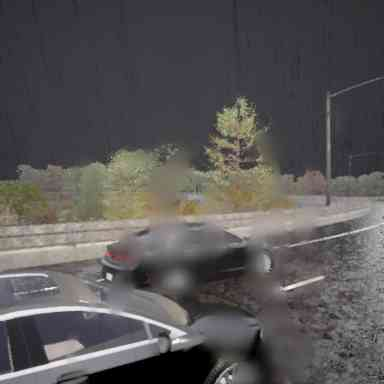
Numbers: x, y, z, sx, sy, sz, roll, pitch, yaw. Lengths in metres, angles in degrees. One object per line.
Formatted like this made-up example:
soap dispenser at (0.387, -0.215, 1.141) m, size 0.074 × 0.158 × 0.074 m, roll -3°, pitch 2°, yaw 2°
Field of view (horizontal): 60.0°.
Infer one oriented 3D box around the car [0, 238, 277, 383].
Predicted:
car at (-1.344, 1.512, 2.949) m, size 4.902 × 1.511 × 2.128 m, roll 0°, pitch 0°, yaw -36°

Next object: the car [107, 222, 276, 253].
car at (0.171, 1.546, 8.521) m, size 4.892 × 1.490 × 1.837 m, roll 0°, pitch 0°, yaw -38°
